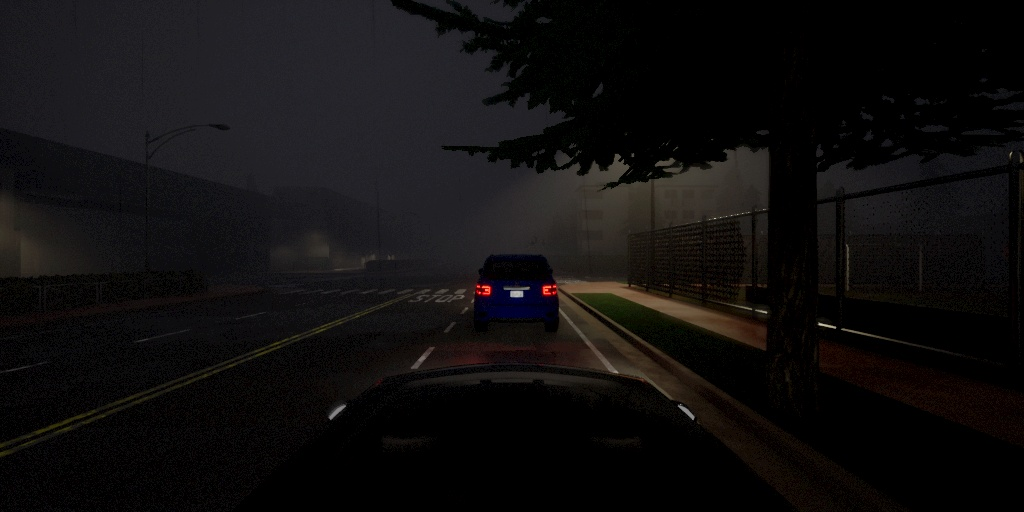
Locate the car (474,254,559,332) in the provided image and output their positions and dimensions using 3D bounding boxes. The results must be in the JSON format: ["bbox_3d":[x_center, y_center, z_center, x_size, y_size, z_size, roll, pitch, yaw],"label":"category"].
[{"bbox_3d":[0.115,0.972,10.977,2.150,2.045,5.566,0,0,0],"label":"car"}]

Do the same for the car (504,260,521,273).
[{"bbox_3d":[0.023,1.241,45.717,2.128,1.511,4.902,0,0,0],"label":"car"}]
